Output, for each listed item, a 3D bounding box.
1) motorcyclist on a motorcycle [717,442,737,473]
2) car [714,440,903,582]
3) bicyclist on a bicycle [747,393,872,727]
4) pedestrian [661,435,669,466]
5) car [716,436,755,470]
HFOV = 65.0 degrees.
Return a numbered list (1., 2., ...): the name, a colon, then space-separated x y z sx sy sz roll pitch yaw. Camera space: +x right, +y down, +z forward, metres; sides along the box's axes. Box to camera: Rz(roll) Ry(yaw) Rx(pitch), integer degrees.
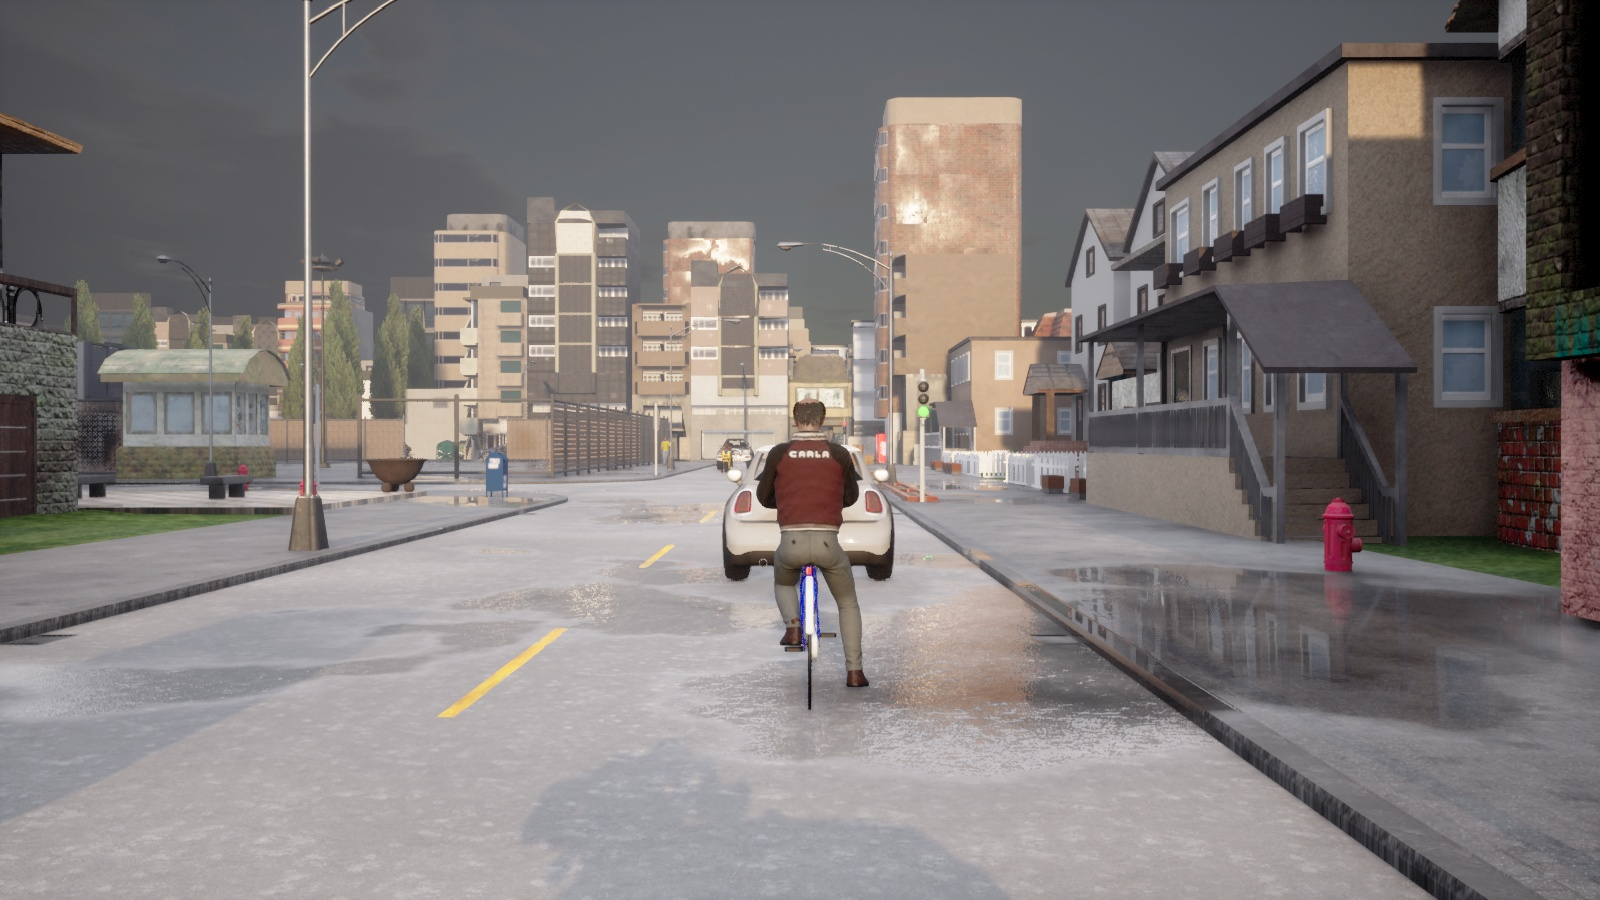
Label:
1. motorcyclist on a motorcycle: -3.636 0.372 62.667 0.797 1.523 2.044 0 0 2
2. car: 0.094 0.627 15.019 1.970 1.475 3.806 0 0 0
3. bicyclist on a bicycle: 0.056 0.574 7.591 0.659 1.776 1.843 0 1 0
4. pedestrian: -8.099 0.024 75.412 0.354 1.836 0.706 0 0 1
5. car: -3.610 0.161 70.722 1.932 1.855 4.605 0 0 1
